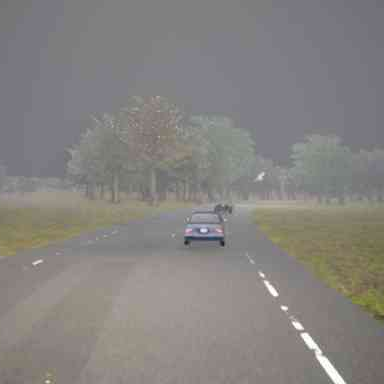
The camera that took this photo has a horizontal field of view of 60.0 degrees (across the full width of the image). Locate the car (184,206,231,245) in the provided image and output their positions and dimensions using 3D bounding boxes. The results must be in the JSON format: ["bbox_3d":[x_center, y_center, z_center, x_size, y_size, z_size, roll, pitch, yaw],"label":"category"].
[{"bbox_3d":[0.686,1.642,16.122,2.033,1.411,5.357,0,0,5],"label":"car"}]

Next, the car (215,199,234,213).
[{"bbox_3d":[4.050,1.622,41.124,2.097,1.767,4.553,0,0,11],"label":"car"}]
